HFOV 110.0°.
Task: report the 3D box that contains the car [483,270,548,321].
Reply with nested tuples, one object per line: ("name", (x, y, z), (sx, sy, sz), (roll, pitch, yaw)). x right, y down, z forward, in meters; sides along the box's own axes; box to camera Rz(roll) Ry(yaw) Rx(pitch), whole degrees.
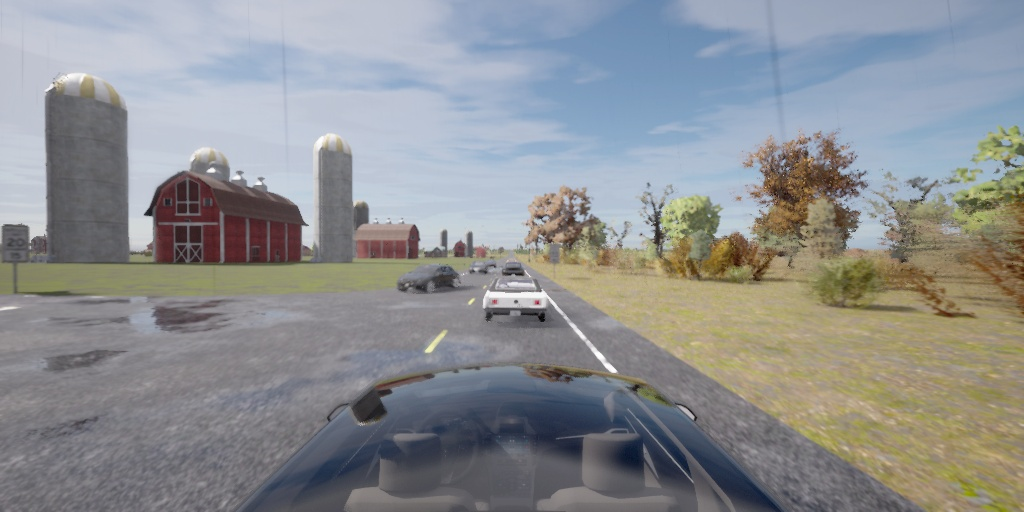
("car", (0.111, 1.339, 12.459), (1.895, 1.301, 4.718), (1, 0, 0))

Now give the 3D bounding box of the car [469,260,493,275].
("car", (-3.592, 1.245, 39.356), (2.128, 1.511, 4.902), (0, 0, 0))

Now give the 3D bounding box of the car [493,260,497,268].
("car", (-3.525, 1.298, 59.331), (2.033, 1.411, 5.357), (0, 0, 0))

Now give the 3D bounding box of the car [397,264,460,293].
("car", (-4.708, 1.256, 20.972), (1.837, 1.490, 4.892), (2, 1, 19))

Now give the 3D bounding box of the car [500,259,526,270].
("car", (0.090, 1.257, 30.291), (1.837, 1.490, 4.892), (0, 0, 0))
